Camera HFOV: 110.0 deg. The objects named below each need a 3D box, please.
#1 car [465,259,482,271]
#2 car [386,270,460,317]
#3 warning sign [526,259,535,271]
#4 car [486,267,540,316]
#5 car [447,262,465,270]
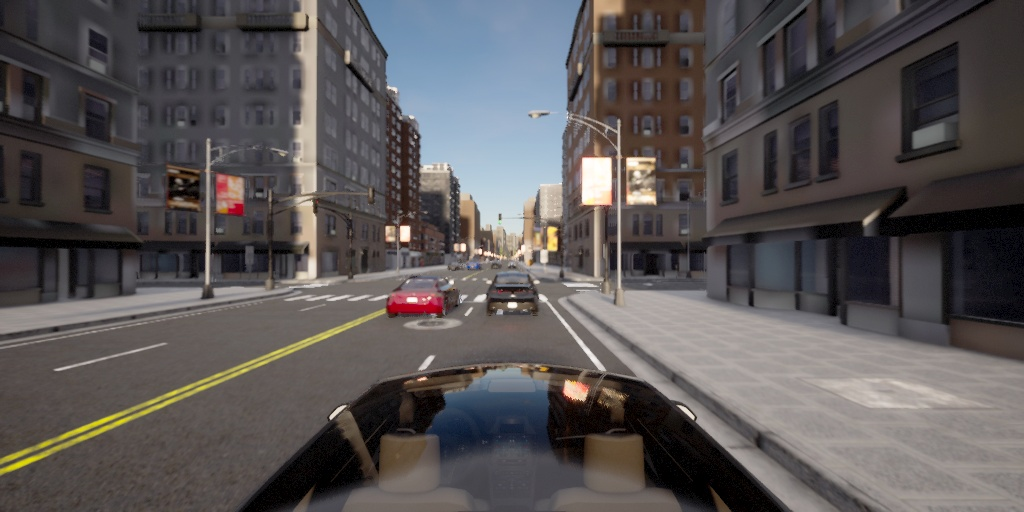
[{"bbox_3d":[-6.521,1.484,62.115,2.150,2.045,5.566,0,-1,1],"label":"car"},{"bbox_3d":[-3.217,1.415,13.638,1.994,1.385,4.181,0,-1,1],"label":"car"},{"bbox_3d":[2.859,1.321,55.552,1.300,1.860,1.060,0,0,0],"label":"warning sign"},{"bbox_3d":[0.035,1.359,13.945,1.837,1.490,4.892,0,0,0],"label":"car"},{"bbox_3d":[-9.782,1.733,61.352,1.882,1.535,5.008,0,0,1],"label":"car"}]
